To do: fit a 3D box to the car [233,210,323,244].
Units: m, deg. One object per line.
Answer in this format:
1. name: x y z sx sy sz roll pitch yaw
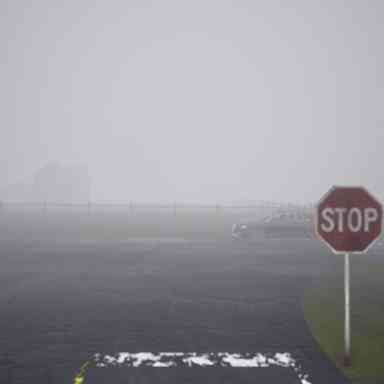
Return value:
1. car: 4.471 1.651 16.276 4.902 1.511 2.128 1 -1 0
